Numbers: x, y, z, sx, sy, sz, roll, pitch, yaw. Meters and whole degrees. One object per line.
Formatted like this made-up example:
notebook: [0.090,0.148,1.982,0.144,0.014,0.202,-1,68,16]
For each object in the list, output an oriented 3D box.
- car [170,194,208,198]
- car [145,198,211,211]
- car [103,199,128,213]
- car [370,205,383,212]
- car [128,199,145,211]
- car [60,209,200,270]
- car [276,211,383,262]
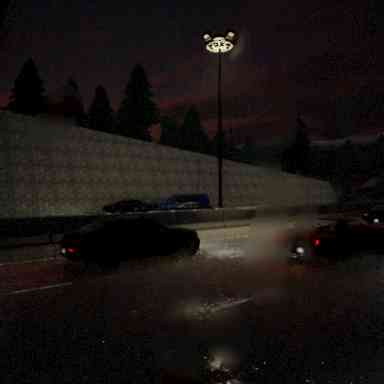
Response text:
car: [-0.873,1.187,29.406,5.566,2.045,2.150,0,0,-36]
car: [-0.689,1.462,25.200,4.902,1.511,2.128,0,0,-36]
car: [-6.624,1.495,33.868,4.892,1.490,1.837,0,0,-36]
car: [13.397,1.500,22.261,4.718,1.301,1.895,0,0,-36]
car: [-3.214,1.467,32.027,4.902,1.511,2.128,0,0,-36]
car: [-1.887,1.522,11.057,4.674,1.442,1.812,0,0,-36]
car: [5.260,1.558,11.957,4.718,1.301,1.895,0,0,-36]
